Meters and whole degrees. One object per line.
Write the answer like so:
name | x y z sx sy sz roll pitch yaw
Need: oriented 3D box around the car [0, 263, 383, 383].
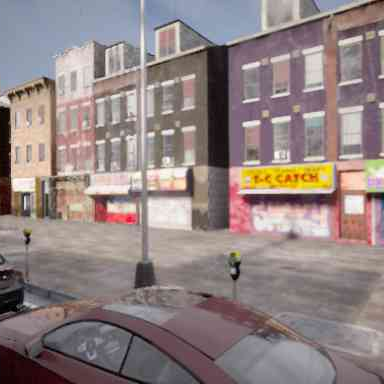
car | -0.444 1.584 3.132 4.206 1.307 1.802 0 0 35

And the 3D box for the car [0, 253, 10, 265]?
car | -4.871 1.558 6.289 4.403 1.369 2.008 0 0 35
